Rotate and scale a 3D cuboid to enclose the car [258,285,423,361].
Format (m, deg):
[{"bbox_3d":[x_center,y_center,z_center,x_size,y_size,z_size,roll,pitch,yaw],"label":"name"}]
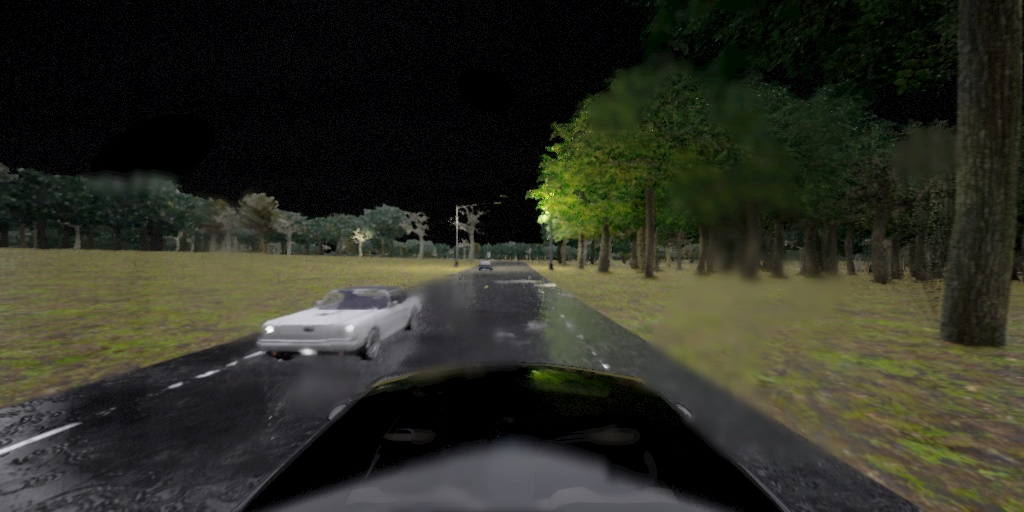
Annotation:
[{"bbox_3d":[-3.602,1.406,8.546,1.895,1.301,4.718,0,0,0],"label":"car"}]

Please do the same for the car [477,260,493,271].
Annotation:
[{"bbox_3d":[-3.581,1.302,49.045,2.033,1.411,5.357,0,0,0],"label":"car"}]
